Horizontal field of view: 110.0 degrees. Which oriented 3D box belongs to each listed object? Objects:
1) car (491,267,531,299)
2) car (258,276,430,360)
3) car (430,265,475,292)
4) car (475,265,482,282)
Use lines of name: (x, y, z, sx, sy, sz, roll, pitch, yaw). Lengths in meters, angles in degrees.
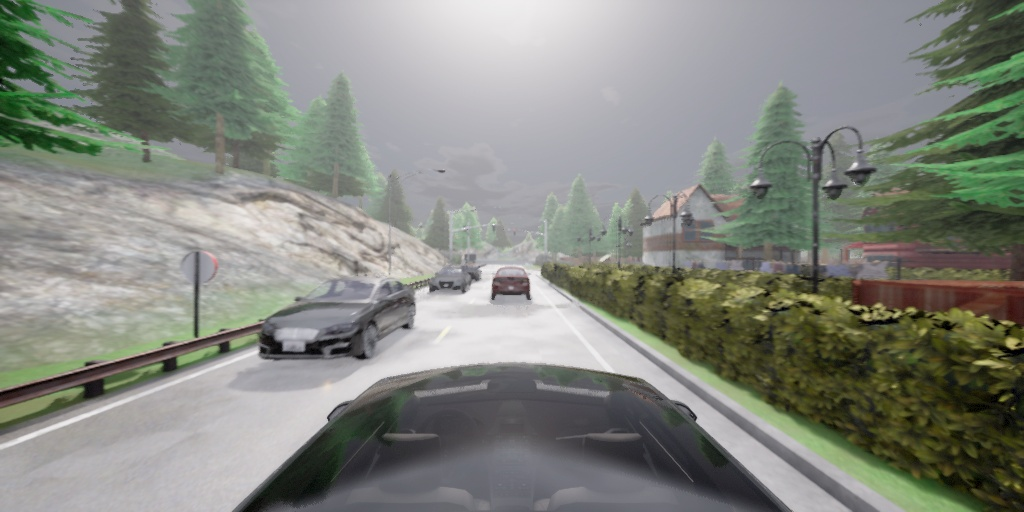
car: (-0.048, 1.294, 18.597, 1.882, 1.535, 5.008, 0, 0, 0)
car: (-3.615, 1.243, 8.387, 2.128, 1.511, 4.902, 0, 0, 0)
car: (-3.557, 1.395, 21.284, 1.994, 1.385, 4.181, 0, 0, 0)
car: (-3.610, 1.438, 30.196, 1.895, 1.301, 4.718, 0, 0, 0)
